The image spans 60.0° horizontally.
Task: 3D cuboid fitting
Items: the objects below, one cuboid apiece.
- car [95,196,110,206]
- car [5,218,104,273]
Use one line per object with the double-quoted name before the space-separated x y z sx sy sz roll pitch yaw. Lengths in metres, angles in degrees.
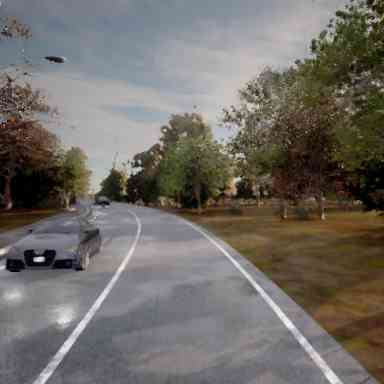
"car" -14.040 1.369 52.099 2.033 1.411 5.357 2 0 -22
"car" -4.107 1.552 10.604 1.994 1.385 4.181 0 0 -5
